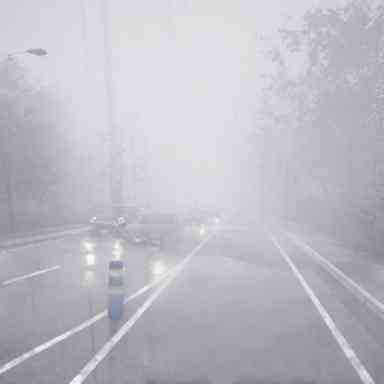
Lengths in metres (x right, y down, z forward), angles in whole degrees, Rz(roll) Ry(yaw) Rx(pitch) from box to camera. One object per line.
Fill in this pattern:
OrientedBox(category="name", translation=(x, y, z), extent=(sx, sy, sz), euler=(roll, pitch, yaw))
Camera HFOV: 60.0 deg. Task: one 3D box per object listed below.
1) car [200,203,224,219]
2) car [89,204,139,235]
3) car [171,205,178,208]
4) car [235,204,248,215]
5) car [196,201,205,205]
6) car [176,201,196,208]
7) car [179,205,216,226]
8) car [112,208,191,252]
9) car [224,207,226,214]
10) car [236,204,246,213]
OrientedBox(category="car", translation=(2.392, 2.373, 39.876), extent=(1.837, 1.490, 4.892), euler=(1, -2, 9))
OrientedBox(category="car", translation=(-4.275, 1.555, 19.757), extent=(2.097, 1.767, 4.553), euler=(1, -1, 9))
OrientedBox(category="car", translation=(-2.890, 2.065, 28.625), extent=(1.895, 1.301, 4.718), euler=(1, -2, 9))
OrientedBox(category="car", translation=(7.743, 2.857, 52.077), extent=(1.994, 1.385, 4.181), euler=(1, -2, 8))
OrientedBox(category="car", translation=(1.144, 2.504, 55.497), extent=(2.150, 2.045, 5.566), euler=(1, -2, 9))
OrientedBox(category="car", translation=(-1.269, 2.143, 39.307), extent=(2.097, 1.767, 4.553), euler=(1, -2, 9))
OrientedBox(category="car", translation=(0.551, 2.045, 27.871), extent=(2.033, 1.411, 5.357), euler=(1, -2, 9))
OrientedBox(category="car", translation=(-1.586, 1.647, 14.847), extent=(1.837, 1.490, 4.892), euler=(1, -2, 11))
OrientedBox(category="car", translation=(4.339, 2.746, 53.145), extent=(1.882, 1.535, 5.008), euler=(1, -1, 9))
OrientedBox(category="car", translation=(9.121, 3.049, 61.853), extent=(1.812, 1.442, 4.674), euler=(1, -1, 8))
